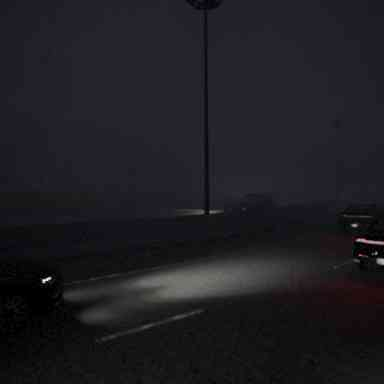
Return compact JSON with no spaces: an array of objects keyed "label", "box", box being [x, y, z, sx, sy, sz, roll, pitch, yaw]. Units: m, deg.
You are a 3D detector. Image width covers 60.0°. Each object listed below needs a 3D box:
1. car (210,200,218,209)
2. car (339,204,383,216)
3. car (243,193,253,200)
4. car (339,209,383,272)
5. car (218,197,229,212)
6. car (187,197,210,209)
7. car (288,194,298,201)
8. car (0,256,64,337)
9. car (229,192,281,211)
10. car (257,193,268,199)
[{"label":"car","box":[4.485,1.377,42.063,2.128,1.511,4.902,0,0,25]},{"label":"car","box":[9.446,1.385,17.876,2.128,1.511,4.902,0,0,41]},{"label":"car","box":[13.703,1.047,81.652,1.882,1.535,5.008,0,0,16]},{"label":"car","box":[6.325,1.426,9.569,4.902,1.511,2.128,-1,0,-43]},{"label":"car","box":[4.910,1.458,35.648,1.994,1.385,4.181,0,0,31]},{"label":"car","box":[1.102,1.415,43.072,1.837,1.490,4.892,0,0,26]},{"label":"car","box":[21.221,1.222,69.959,1.812,1.442,4.674,0,0,16]},{"label":"car","box":[-4.582,1.520,5.039,4.902,1.511,2.128,-1,0,-35]},{"label":"car","box":[5.925,1.117,30.665,2.150,2.045,5.566,0,0,34]},{"label":"car","box":[17.276,1.006,81.402,2.128,1.511,4.902,0,0,16]}]
